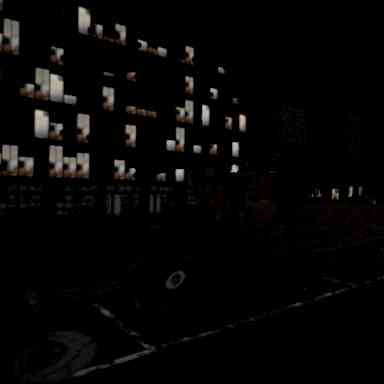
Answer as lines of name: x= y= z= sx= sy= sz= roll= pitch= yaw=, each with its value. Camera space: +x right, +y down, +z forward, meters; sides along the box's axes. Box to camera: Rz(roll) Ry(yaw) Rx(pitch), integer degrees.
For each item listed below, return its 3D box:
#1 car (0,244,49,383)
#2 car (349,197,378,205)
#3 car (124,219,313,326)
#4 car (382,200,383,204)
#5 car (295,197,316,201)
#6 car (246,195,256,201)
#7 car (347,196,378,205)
car: x=-3.939 y=1.444 z=3.703 sx=4.097 sy=1.590 sz=1.967 roll=0 pitch=1 yaw=-35
car: x=30.368 y=1.535 z=58.909 sx=1.802 sy=1.307 sz=4.206 roll=0 pitch=0 yaw=-35
car: x=0.662 y=1.424 z=6.976 sx=4.097 sy=1.590 sz=1.967 roll=0 pitch=1 yaw=-35
car: x=33.489 y=1.494 z=54.404 sx=1.947 sy=1.339 sz=4.313 roll=0 pitch=0 yaw=-35
car: x=23.365 y=1.325 z=68.942 sx=2.192 sy=1.841 sz=5.009 roll=0 pitch=0 yaw=-35
car: x=13.814 y=1.528 z=82.582 sx=1.967 sy=1.590 sz=4.097 roll=0 pitch=0 yaw=-35
car: x=25.784 y=1.286 z=50.357 sx=1.967 sy=1.590 sz=4.097 roll=0 pitch=0 yaw=-35
